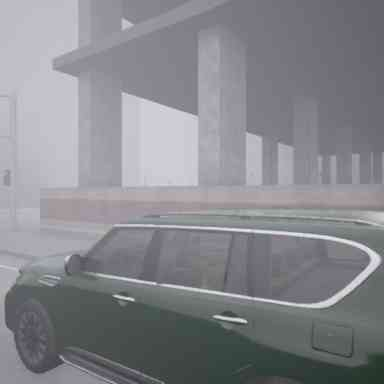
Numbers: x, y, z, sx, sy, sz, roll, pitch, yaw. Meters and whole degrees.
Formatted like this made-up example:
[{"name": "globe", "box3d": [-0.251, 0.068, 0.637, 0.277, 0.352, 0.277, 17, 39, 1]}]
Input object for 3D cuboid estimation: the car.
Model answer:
[{"name": "car", "box3d": [0.045, 1.216, 3.952, 5.566, 2.045, 2.150, -1, 0, 36]}]
